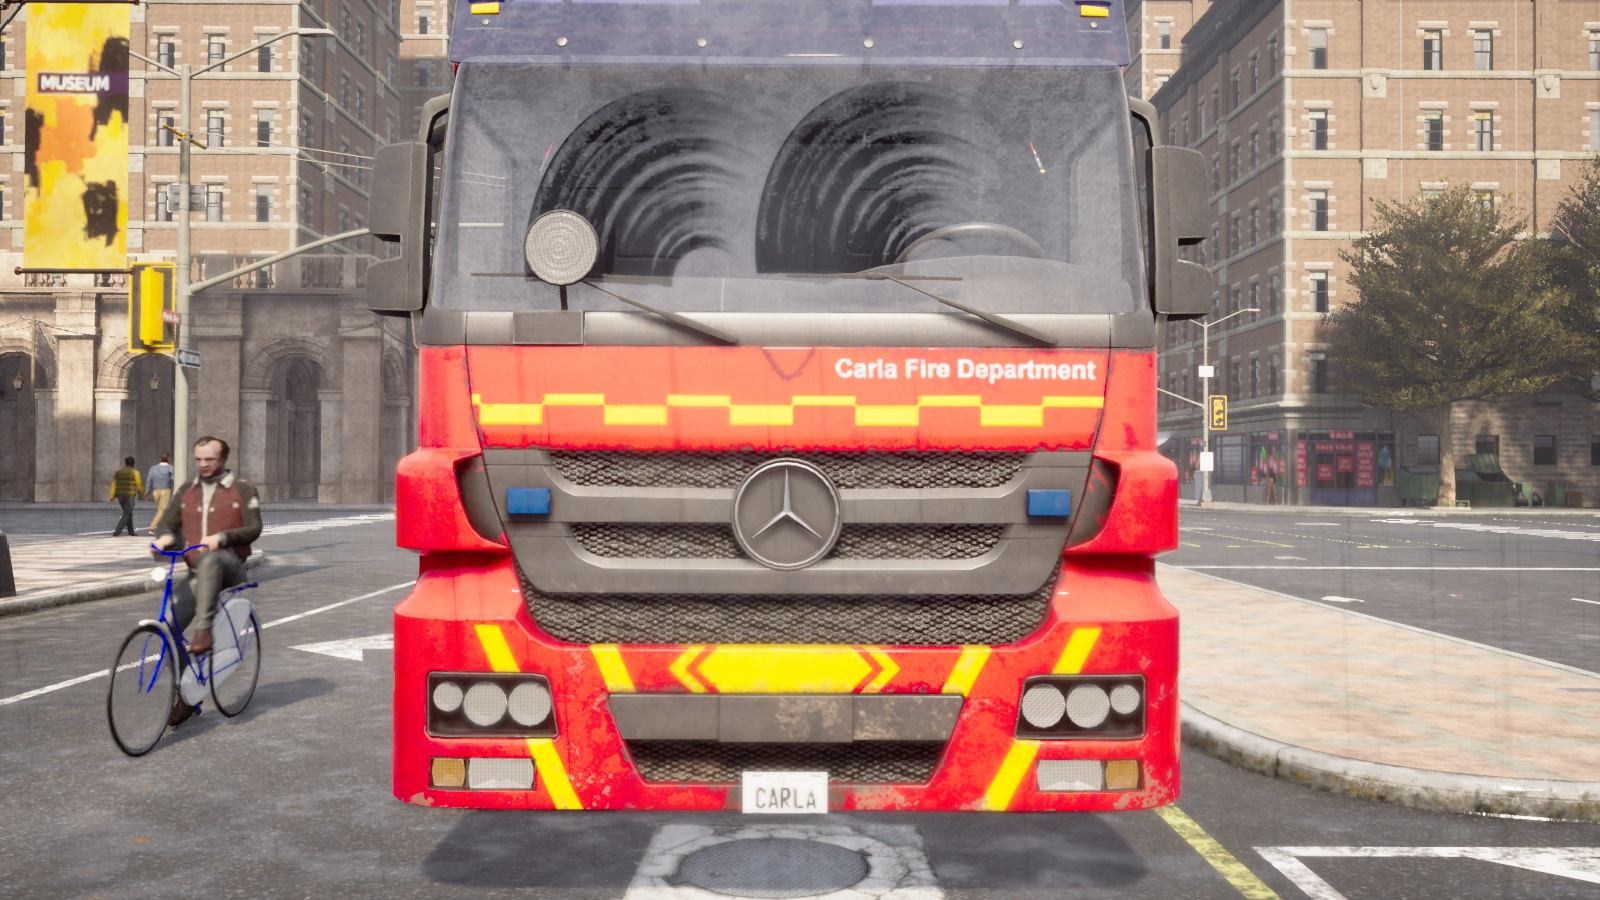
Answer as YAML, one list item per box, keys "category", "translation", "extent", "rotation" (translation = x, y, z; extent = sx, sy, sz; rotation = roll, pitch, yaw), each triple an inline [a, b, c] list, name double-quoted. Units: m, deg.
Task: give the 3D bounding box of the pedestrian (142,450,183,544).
- category: "pedestrian"
  translation: [-13.460, 0.981, 26.518]
  extent: [0.423, 1.949, 0.788]
  rotation: [0, -1, 3]

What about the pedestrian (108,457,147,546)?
- category: "pedestrian"
  translation: [-14.138, 1.078, 26.402]
  extent: [0.370, 1.835, 0.726]
  rotation: [0, -1, 8]

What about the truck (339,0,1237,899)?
- category: "truck"
  translation: [-0.054, -0.211, 8.305]
  extent: [2.891, 3.827, 8.468]
  rotation: [0, -1, 0]

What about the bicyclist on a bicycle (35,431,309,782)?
- category: "bicyclist on a bicycle"
  translation: [-3.549, 0.821, 7.305]
  extent: [0.659, 1.776, 1.843]
  rotation: [0, -2, 0]
